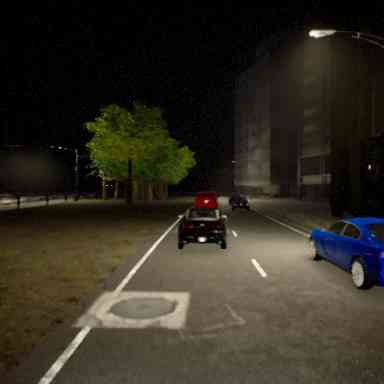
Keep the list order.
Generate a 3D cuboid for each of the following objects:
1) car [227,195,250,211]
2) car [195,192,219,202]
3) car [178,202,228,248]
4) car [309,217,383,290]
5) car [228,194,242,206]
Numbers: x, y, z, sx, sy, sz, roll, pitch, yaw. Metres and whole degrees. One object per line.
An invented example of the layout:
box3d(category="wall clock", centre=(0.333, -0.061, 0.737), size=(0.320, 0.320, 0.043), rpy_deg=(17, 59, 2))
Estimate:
box3d(category="car", centre=(5.205, 1.274, 36.030), size=(2.033, 1.411, 5.357), rpy_deg=(0, 0, 5))
box3d(category="car", centre=(1.458, 0.967, 32.545), size=(2.150, 2.045, 5.566), rpy_deg=(0, 0, 4))
box3d(category="car", centre=(0.444, 1.392, 14.097), size=(1.837, 1.490, 4.892), rpy_deg=(0, 0, 2))
box3d(category="car", centre=(4.696, 1.413, 8.904), size=(1.882, 1.535, 5.008), rpy_deg=(0, 0, 2))
box3d(category="car", centre=(6.171, 1.147, 47.895), size=(1.837, 1.490, 4.892), rpy_deg=(0, 1, 6))
